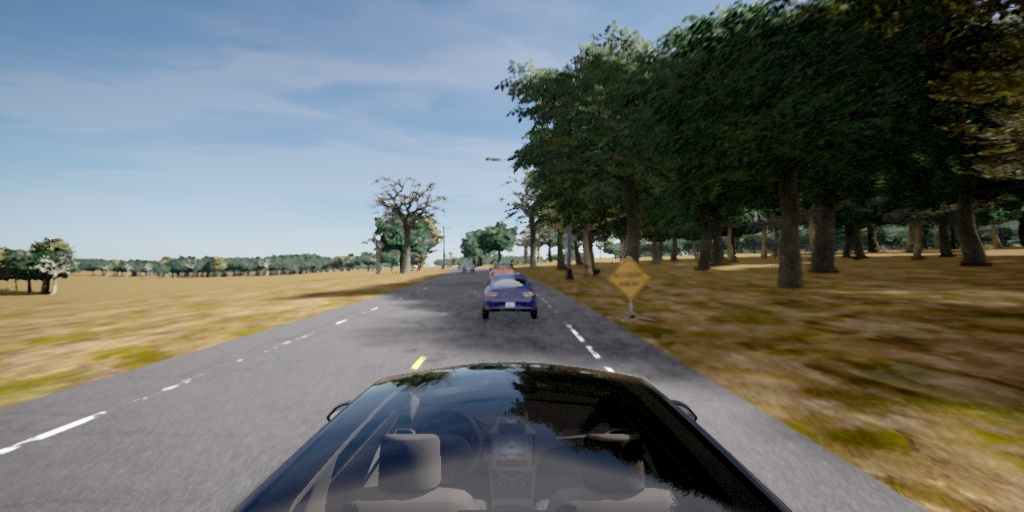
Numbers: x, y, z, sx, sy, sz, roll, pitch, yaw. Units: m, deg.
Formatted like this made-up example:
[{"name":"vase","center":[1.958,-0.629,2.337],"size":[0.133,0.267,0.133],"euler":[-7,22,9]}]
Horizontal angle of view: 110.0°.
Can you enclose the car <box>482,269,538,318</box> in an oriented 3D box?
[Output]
[{"name":"car","center":[-0.097,1.355,13.229],"size":[1.812,1.442,4.674],"euler":[0,-1,-1]}]

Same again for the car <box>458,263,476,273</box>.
[{"name":"car","center":[-6.297,1.722,52.486],"size":[2.128,1.511,4.902],"euler":[0,-1,-6]}]

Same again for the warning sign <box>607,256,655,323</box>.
[{"name":"warning sign","center":[3.474,0.920,10.425],"size":[1.300,1.860,1.060],"euler":[0,0,-1]}]

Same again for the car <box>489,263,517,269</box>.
[{"name":"car","center":[-0.671,1.307,27.682],"size":[2.097,1.767,4.553],"euler":[0,-1,-3]}]
